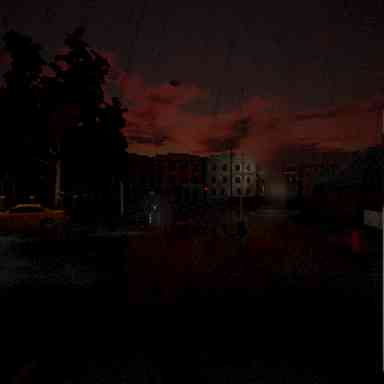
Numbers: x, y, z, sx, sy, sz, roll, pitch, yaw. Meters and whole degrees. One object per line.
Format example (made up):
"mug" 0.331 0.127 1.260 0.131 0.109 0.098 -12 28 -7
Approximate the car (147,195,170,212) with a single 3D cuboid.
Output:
"car" -4.142 1.491 39.507 2.128 1.511 4.902 0 0 0

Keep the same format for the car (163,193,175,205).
"car" -4.070 1.219 57.268 2.150 2.045 5.566 0 0 0

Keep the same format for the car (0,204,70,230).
"car" -10.028 1.478 20.101 5.008 1.535 1.882 0 2 -11
